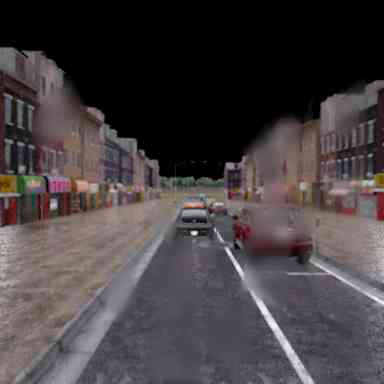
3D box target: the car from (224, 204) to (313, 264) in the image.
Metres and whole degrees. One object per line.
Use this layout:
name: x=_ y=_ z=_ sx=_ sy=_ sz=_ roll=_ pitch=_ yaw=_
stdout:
car: x=2.617 y=1.324 z=11.827 sx=2.192 sy=1.841 sz=5.009 roll=-1 pitch=0 yaw=0

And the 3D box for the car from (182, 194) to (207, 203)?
car: x=0.101 y=1.376 z=33.865 sx=2.097 sy=1.767 sz=4.553 roll=0 pitch=0 yaw=0

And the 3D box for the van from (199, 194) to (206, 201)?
van: x=2.616 y=1.411 z=83.749 sx=1.690 sy=1.788 sz=3.998 roll=-1 pitch=0 yaw=0

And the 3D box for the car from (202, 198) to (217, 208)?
car: x=2.621 y=1.589 z=50.554 sx=2.008 sy=1.369 sz=4.403 roll=-1 pitch=0 yaw=0

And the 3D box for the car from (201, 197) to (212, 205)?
car: x=2.622 y=1.614 z=61.619 sx=1.947 sy=1.339 sz=4.313 roll=-1 pitch=0 yaw=0

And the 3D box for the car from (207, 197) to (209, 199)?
car: x=2.621 y=1.558 z=45.192 sx=1.752 sy=1.417 sz=4.829 roll=-1 pitch=0 yaw=0

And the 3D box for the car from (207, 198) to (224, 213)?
car: x=2.622 y=1.606 z=33.957 sx=1.802 sy=1.307 sz=4.206 roll=-1 pitch=0 yaw=0

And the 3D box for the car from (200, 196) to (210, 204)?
car: x=2.622 y=1.619 z=67.152 sx=1.947 sy=1.339 sz=4.313 roll=-1 pitch=0 yaw=0

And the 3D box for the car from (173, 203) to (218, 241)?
car: x=0.100 y=1.516 z=16.734 sx=1.837 sy=1.490 sz=4.892 roll=0 pitch=0 yaw=0

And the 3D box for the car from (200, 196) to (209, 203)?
car: x=2.622 y=1.641 z=72.684 sx=1.802 sy=1.307 sz=4.206 roll=-1 pitch=0 yaw=0

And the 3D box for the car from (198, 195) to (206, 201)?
car: x=2.618 y=1.516 z=89.282 sx=1.967 sy=1.590 sz=4.097 roll=-1 pitch=0 yaw=0
